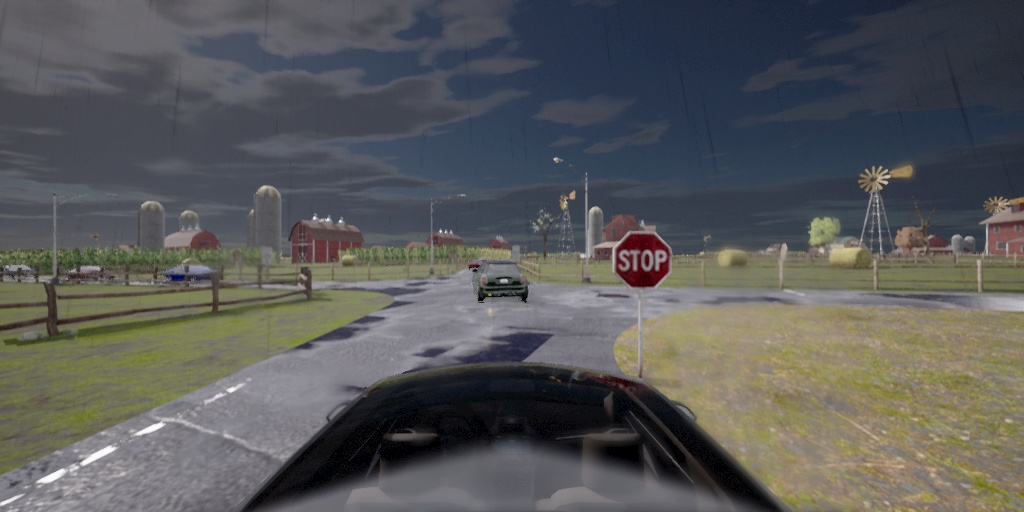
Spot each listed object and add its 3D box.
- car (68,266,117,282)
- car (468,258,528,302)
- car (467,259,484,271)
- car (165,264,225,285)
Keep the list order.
[{"bbox_3d":[-39.524,1.664,33.697,4.674,1.442,1.812,-1,0,21],"label":"car"},{"bbox_3d":[-0.707,0.981,16.440,2.097,1.767,4.553,-1,1,-10],"label":"car"},{"bbox_3d":[-4.542,1.104,45.644,1.895,1.301,4.718,0,0,-3],"label":"car"},{"bbox_3d":[-24.694,1.406,27.959,5.008,1.535,1.882,-1,0,21],"label":"car"}]
